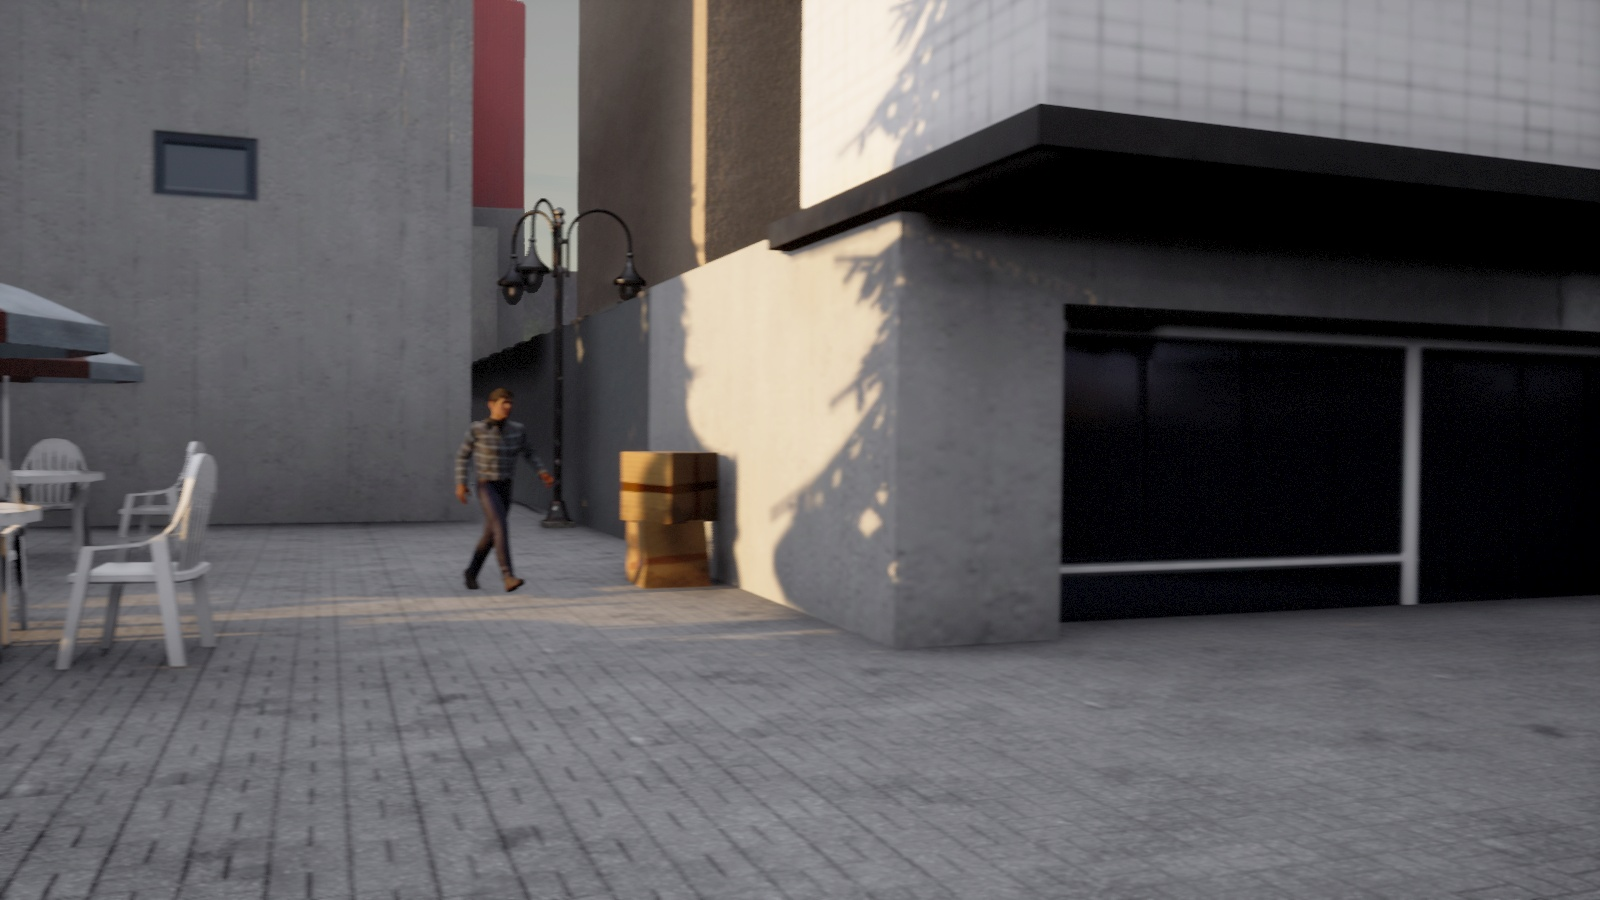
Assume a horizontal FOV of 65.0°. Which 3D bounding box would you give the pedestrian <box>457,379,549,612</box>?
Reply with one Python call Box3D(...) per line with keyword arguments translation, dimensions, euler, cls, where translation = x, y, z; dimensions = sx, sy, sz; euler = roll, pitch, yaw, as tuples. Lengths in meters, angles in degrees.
Box3D(translation=(-2.592, 0.378, 10.943), dimensions=(0.423, 1.949, 0.788), euler=(-1, 1, -43), cls="pedestrian")
